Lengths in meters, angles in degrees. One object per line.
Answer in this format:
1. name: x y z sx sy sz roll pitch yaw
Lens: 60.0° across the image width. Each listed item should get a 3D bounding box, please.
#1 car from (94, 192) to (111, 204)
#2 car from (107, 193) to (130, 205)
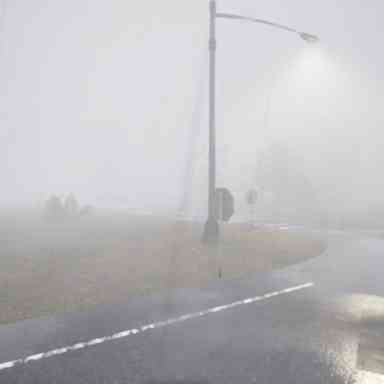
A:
1. car: -16.172 1.080 61.055 2.150 2.045 5.566 0 0 -34
2. car: -11.697 1.379 54.439 1.837 1.490 4.892 0 0 -33
